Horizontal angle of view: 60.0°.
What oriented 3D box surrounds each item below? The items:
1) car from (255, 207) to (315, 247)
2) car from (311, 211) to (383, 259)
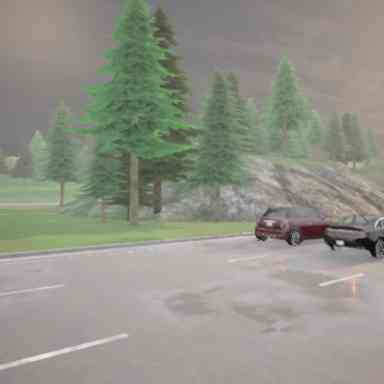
[{"bbox_3d":[5.224,1.500,16.178,4.553,1.767,2.097,1,-1,-35],"label":"car"},{"bbox_3d":[7.323,1.643,13.377,4.902,1.511,2.128,1,0,-35],"label":"car"}]
